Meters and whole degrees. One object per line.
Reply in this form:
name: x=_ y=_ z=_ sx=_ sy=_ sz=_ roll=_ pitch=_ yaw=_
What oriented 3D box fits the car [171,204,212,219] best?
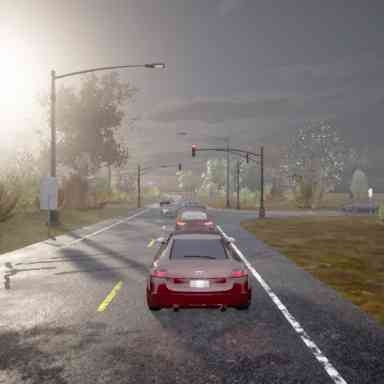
car: x=0.061 y=1.526 z=16.544 sx=1.812 sy=1.442 sz=4.674 roll=0 pitch=0 yaw=-2

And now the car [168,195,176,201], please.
car: x=-4.969 y=1.484 z=83.162 sx=1.882 sy=1.535 sz=5.008 roll=0 pitch=0 yaw=-2

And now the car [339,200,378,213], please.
car: x=18.678 y=1.576 z=36.992 sx=4.181 sy=1.385 sz=1.994 roll=0 pitch=0 yaw=1

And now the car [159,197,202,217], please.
car: x=-0.796 y=1.492 z=30.389 sx=2.128 sy=1.511 sz=4.902 roll=-1 pitch=0 yaw=40

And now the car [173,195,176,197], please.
car: x=-4.366 y=1.567 z=62.340 sx=1.994 sy=1.385 sz=4.181 roll=0 pitch=0 yaw=-1

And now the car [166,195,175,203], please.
car: x=-4.608 y=1.482 z=72.715 sx=1.882 sy=1.535 sz=5.008 roll=0 pitch=0 yaw=-2

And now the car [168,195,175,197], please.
car: x=-4.158 y=1.603 z=53.151 sx=1.895 sy=1.301 sz=4.718 roll=0 pitch=0 yaw=-1

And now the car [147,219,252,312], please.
car: x=0.099 y=1.564 z=7.784 sx=1.994 sy=1.385 sz=4.181 roll=0 pitch=0 yaw=-1
